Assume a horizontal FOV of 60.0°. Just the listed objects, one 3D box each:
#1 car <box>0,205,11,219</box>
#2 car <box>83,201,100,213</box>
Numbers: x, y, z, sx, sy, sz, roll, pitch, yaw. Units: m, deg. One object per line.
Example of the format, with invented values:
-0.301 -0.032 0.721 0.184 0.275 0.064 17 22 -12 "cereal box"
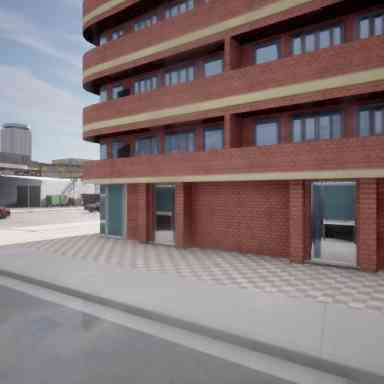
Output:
-17.076 1.564 26.926 1.994 1.385 4.181 0 0 34 "car"
-9.629 1.547 37.761 2.033 1.411 5.357 0 0 35 "car"
